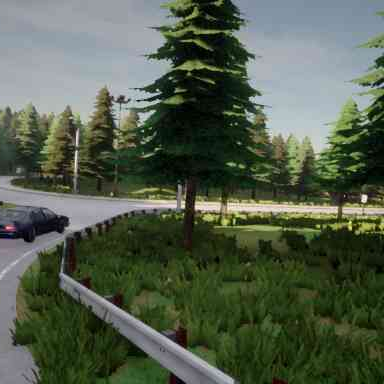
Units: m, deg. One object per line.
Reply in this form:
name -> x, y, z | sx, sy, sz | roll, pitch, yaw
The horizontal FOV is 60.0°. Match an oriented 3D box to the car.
car -> -7.599, 1.372, 15.551 | 2.033, 1.411, 5.357 | 4, 1, 3
